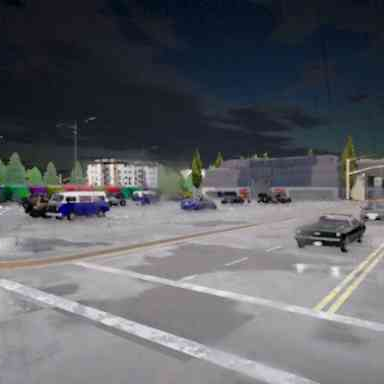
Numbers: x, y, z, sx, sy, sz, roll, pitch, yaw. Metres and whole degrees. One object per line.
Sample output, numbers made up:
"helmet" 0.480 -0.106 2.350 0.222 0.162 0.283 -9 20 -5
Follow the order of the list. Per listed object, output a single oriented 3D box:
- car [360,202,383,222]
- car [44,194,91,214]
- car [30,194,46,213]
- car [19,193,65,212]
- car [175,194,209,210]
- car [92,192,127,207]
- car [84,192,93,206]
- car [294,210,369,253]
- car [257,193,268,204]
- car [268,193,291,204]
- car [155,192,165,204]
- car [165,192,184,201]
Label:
"car" 13.762 1.493 24.693 2.128 1.511 4.902 0 0 37
"car" -13.581 1.306 36.377 1.970 1.475 3.806 0 0 37
"car" -15.903 1.265 38.106 1.784 1.438 3.905 0 0 37
"car" -18.085 1.046 39.668 1.932 1.855 4.605 0 0 37
"car" 0.064 1.317 45.046 1.970 1.475 3.806 0 0 37
"car" -13.543 1.020 55.064 1.932 1.855 4.605 0 0 37
"car" -15.829 1.221 56.845 1.784 1.438 3.905 0 0 37
"car" 5.959 1.609 14.140 1.895 1.301 4.718 0 0 36
"car" 12.665 1.077 57.441 1.905 1.878 3.866 0 0 37
"car" 14.954 1.084 55.669 1.932 1.855 4.605 0 0 37
"car" -5.414 1.243 70.868 1.970 1.475 3.806 0 0 37
"car" -3.097 1.013 69.129 1.905 1.878 3.866 0 0 37
